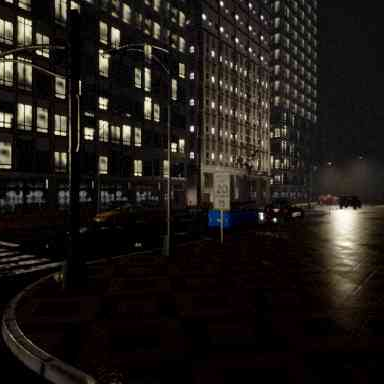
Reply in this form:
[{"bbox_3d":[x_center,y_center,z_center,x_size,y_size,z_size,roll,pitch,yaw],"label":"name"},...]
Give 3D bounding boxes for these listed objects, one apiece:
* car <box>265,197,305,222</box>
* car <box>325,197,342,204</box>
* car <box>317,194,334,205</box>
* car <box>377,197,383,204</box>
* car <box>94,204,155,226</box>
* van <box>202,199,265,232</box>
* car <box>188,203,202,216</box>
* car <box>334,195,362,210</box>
[{"bbox_3d":[7.603,1.472,26.877,1.967,1.590,4.097,0,0,38],"label":"car"},{"bbox_3d":[28.538,1.624,66.940,2.008,1.369,4.403,0,0,38],"label":"car"},{"bbox_3d":[25.141,1.381,62.535,2.192,1.841,5.009,0,0,38],"label":"car"},{"bbox_3d":[38.174,1.658,66.534,1.947,1.339,4.313,0,0,38],"label":"car"},{"bbox_3d":[-4.751,1.540,23.971,1.752,1.417,4.829,0,0,38],"label":"car"},{"bbox_3d":[2.636,1.368,20.252,1.690,1.788,3.998,0,0,38],"label":"van"},{"bbox_3d":[1.362,1.604,31.689,1.802,1.307,4.206,0,0,38],"label":"car"},{"bbox_3d":[21.191,1.368,44.503,2.192,1.841,5.009,0,0,38],"label":"car"}]
